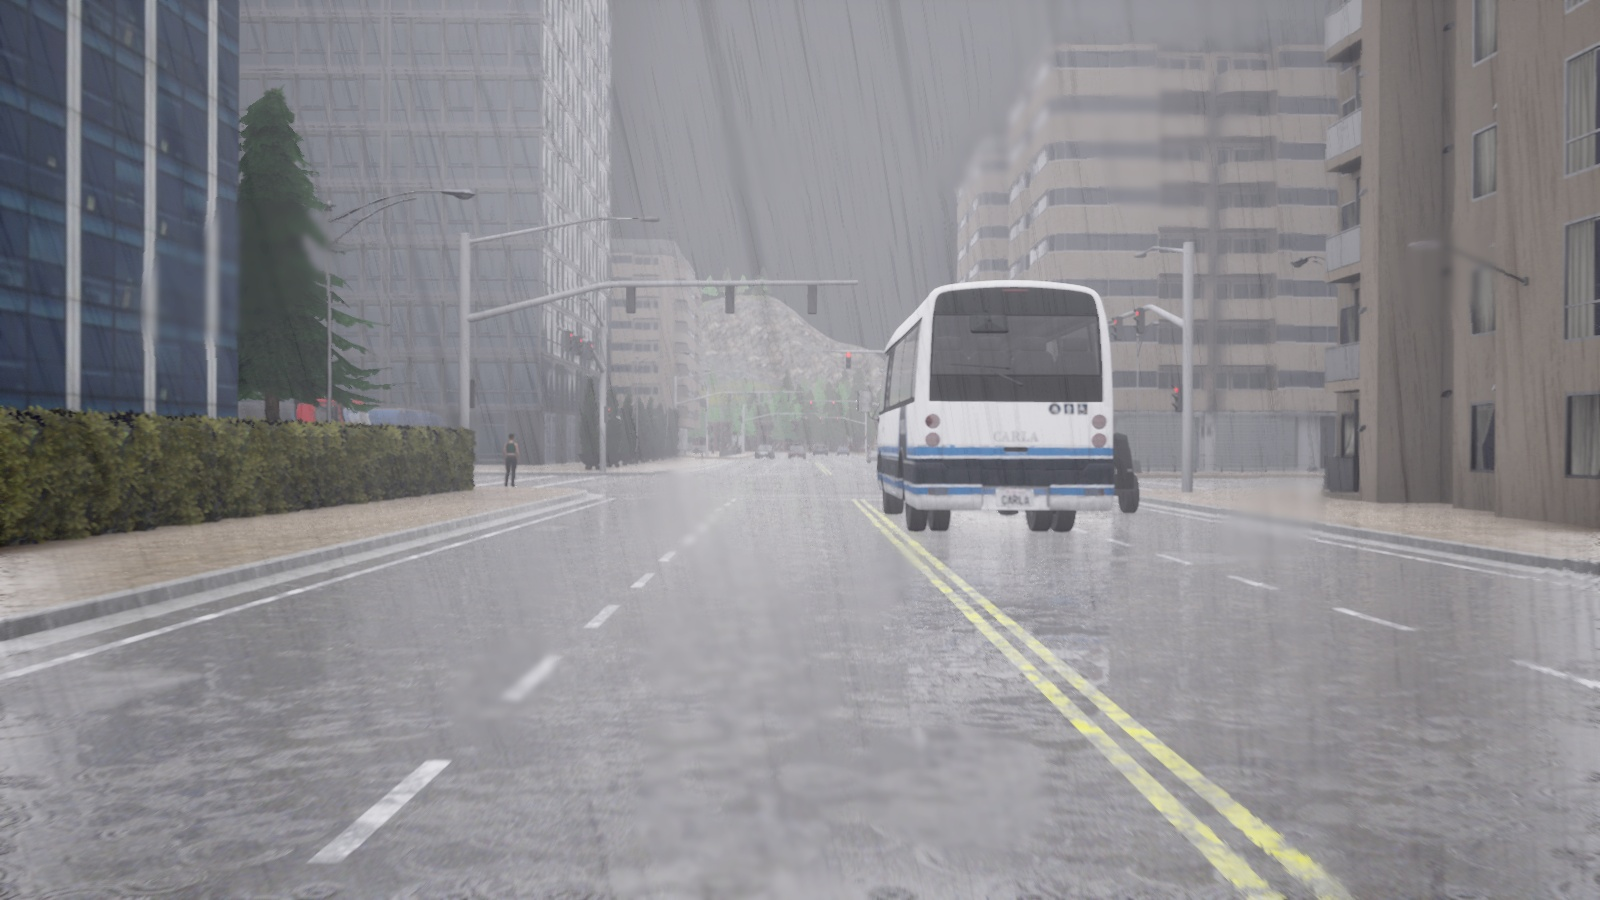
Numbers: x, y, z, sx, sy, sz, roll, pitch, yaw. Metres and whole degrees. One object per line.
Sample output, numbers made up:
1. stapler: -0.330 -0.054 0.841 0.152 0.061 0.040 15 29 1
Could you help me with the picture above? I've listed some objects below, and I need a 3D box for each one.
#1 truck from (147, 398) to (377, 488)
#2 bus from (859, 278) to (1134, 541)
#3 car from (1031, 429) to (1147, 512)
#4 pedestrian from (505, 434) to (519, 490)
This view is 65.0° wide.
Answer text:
1. truck: -21.348 -0.293 50.173 7.936 3.462 2.891 0 0 -1
2. bus: 3.432 -0.677 25.546 3.944 4.253 10.273 0 0 0
3. car: 6.926 0.462 30.515 1.905 1.878 3.866 0 0 0
4. pedestrian: -9.609 0.401 41.881 0.345 1.836 0.594 0 0 -1
